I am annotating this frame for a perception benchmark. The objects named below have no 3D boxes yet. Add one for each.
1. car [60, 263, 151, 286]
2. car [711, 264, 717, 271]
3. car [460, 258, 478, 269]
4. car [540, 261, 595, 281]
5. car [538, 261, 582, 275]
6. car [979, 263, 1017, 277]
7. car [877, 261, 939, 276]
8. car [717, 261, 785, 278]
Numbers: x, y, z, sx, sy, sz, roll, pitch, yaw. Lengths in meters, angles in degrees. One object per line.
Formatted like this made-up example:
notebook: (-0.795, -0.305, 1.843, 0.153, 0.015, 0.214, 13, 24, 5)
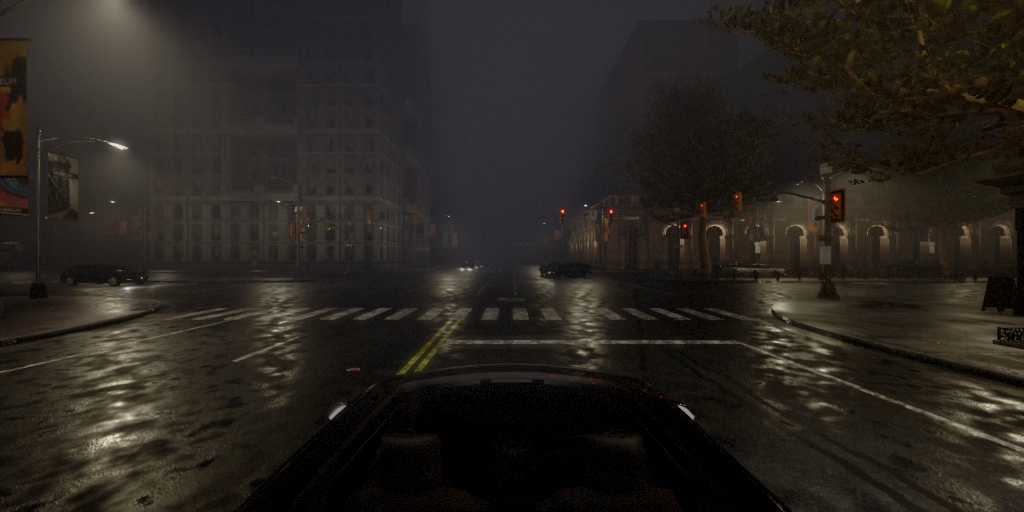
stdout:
car: (-27.649, 1.255, 24.442, 4.892, 1.490, 1.837, 0, 0, 0)
car: (21.816, 1.241, 35.931, 4.902, 1.511, 2.128, 0, 0, 0)
car: (-7.152, 1.314, 58.088, 1.994, 1.385, 4.181, 0, 0, 0)
car: (4.659, 1.254, 29.815, 4.892, 1.490, 1.837, 0, -2, -30)
car: (5.435, 1.297, 41.314, 2.033, 1.411, 5.357, 0, 0, -33)
car: (45.857, 1.298, 32.317, 5.357, 1.411, 2.033, 0, 0, 0)
car: (39.497, 1.241, 35.854, 4.902, 1.511, 2.128, 0, 0, 0)
car: (21.659, 1.351, 32.432, 4.718, 1.301, 1.895, 0, 0, 0)
